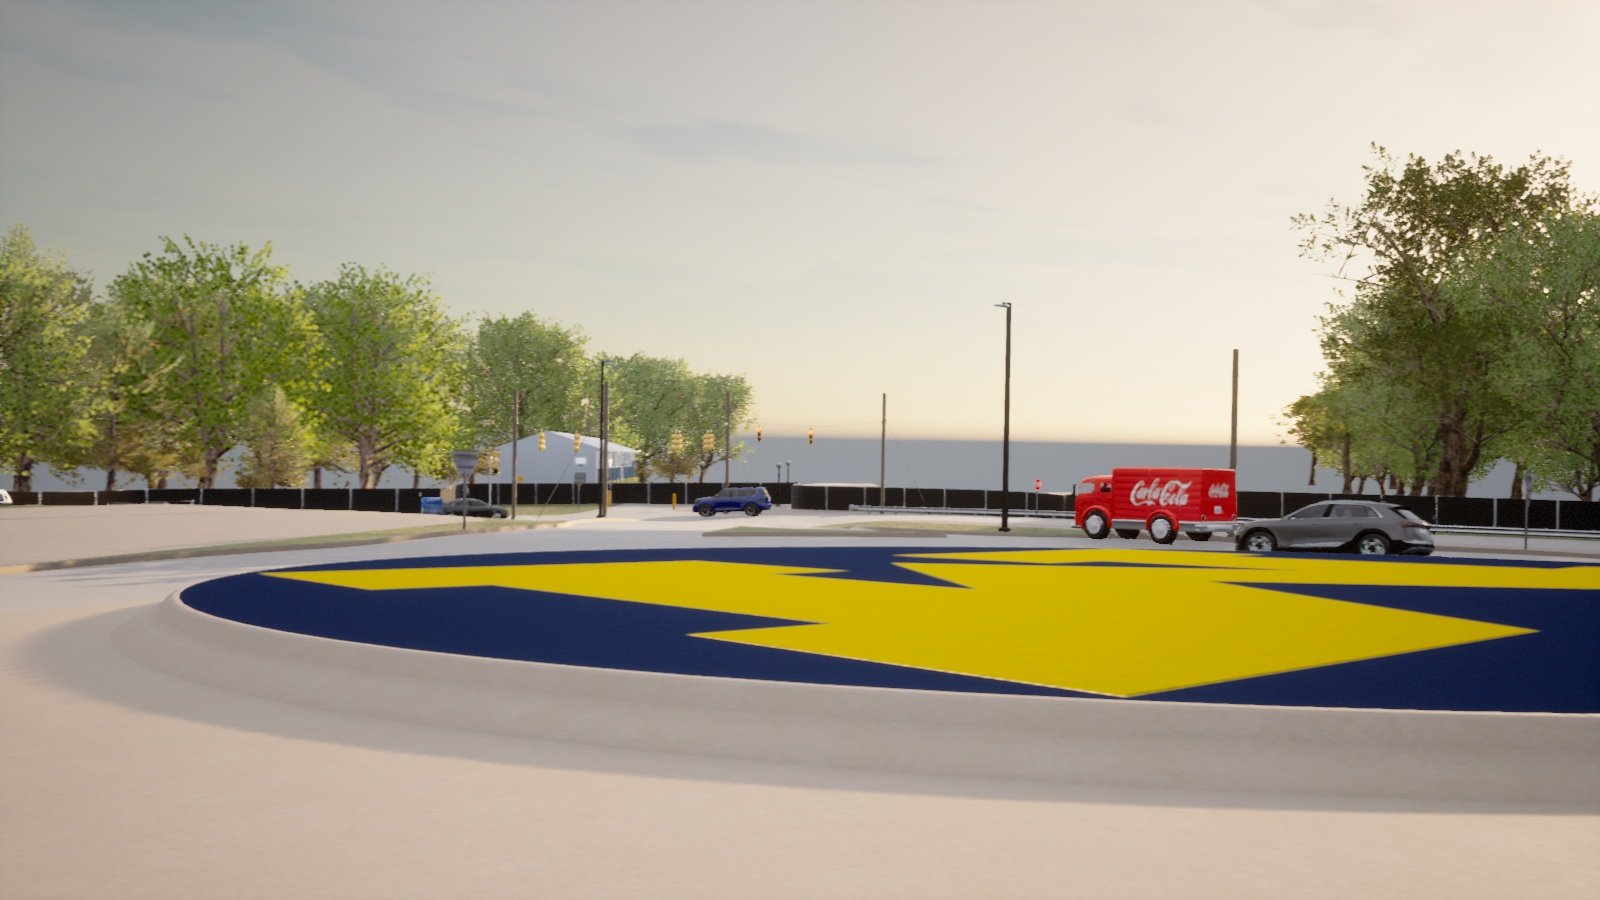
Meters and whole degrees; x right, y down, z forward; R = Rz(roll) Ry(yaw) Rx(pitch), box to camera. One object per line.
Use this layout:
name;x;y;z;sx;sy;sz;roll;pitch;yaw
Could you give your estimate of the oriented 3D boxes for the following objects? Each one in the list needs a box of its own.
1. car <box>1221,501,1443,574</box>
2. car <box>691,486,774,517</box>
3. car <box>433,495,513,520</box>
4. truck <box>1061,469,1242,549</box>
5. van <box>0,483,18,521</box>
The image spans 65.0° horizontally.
car;13.728;2.234;32.579;4.856;1.649;2.033;-2;-7;45
car;-4.736;3.656;88.786;5.566;2.045;2.150;-1;0;8
car;-21.796;3.857;83.649;4.892;1.490;1.837;2;0;-24
truck;11.706;1.914;42.068;2.627;2.467;5.204;2;-2;-41
van;-45.660;2.846;68.646;2.069;2.038;4.480;2;0;42
